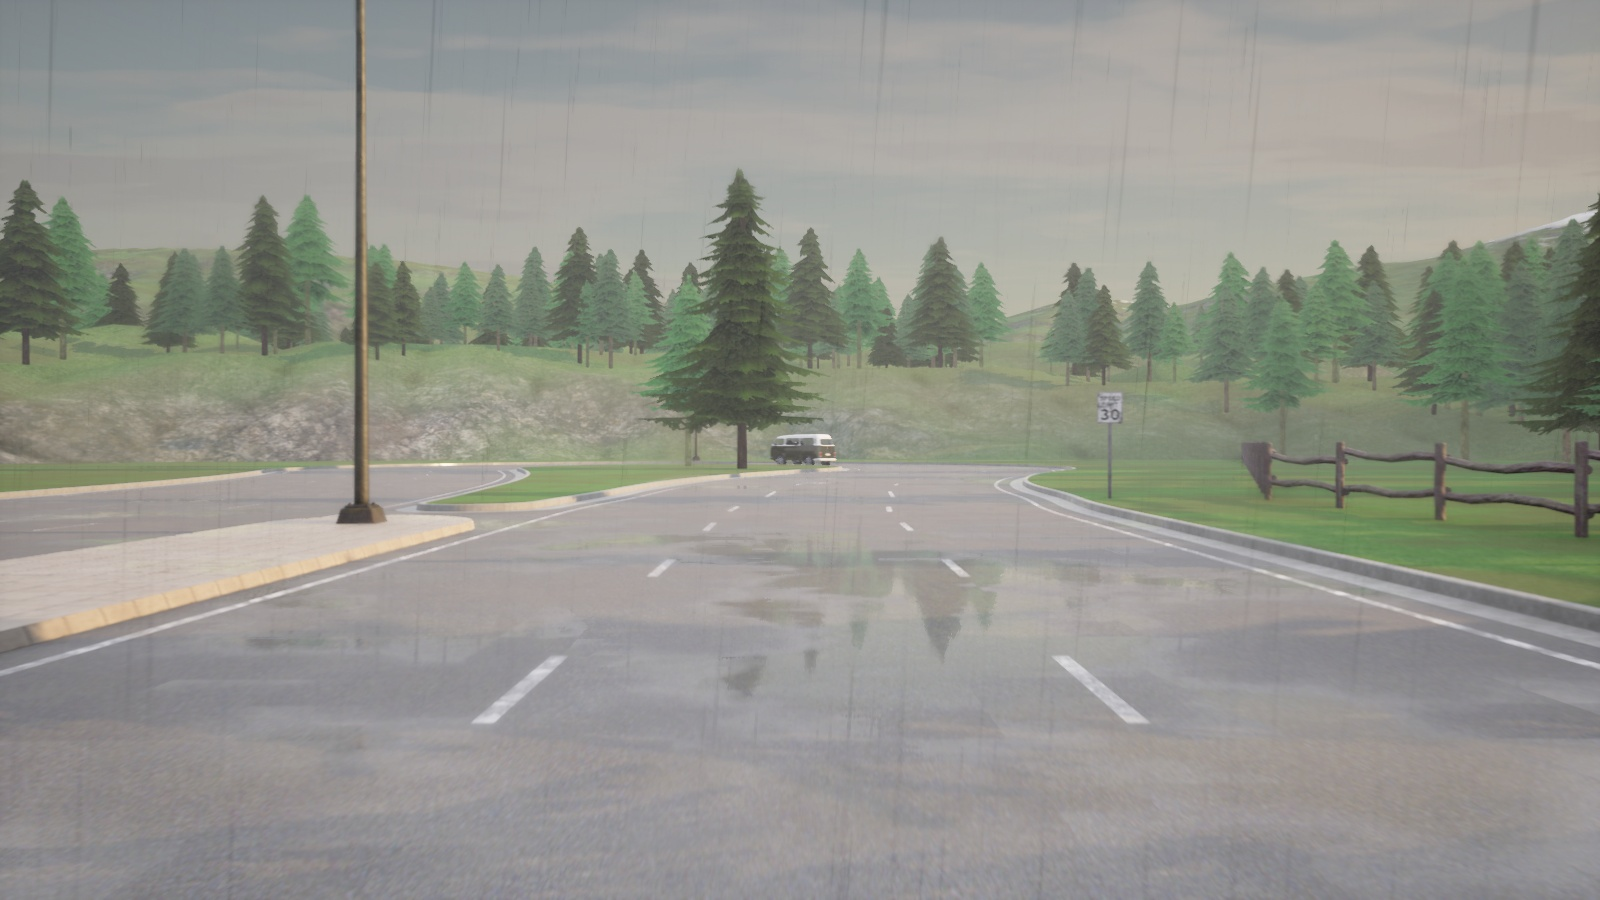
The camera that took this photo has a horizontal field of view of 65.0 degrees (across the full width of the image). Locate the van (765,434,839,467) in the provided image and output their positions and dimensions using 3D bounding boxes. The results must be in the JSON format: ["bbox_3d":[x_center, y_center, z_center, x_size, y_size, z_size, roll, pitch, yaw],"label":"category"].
[{"bbox_3d":[0.083,0.020,79.728,4.480,2.038,2.069,0,0,43],"label":"van"}]
